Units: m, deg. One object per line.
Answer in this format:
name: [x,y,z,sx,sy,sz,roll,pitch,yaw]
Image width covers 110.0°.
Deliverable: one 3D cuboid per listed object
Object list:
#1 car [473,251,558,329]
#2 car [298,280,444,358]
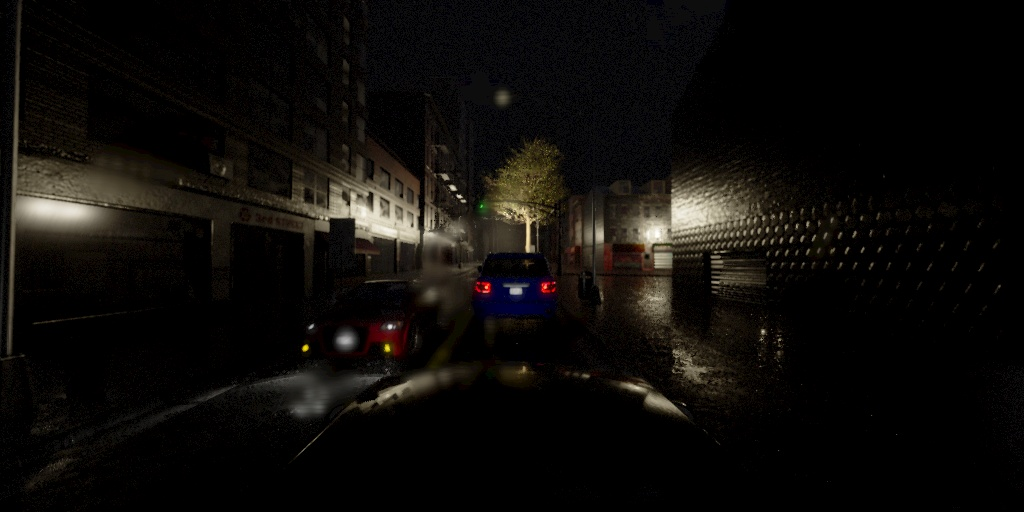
car: [0.085,0.880,11.067,2.150,2.045,5.566,0,1,0]
car: [-2.843,1.251,8.139,1.994,1.385,4.181,0,1,0]
